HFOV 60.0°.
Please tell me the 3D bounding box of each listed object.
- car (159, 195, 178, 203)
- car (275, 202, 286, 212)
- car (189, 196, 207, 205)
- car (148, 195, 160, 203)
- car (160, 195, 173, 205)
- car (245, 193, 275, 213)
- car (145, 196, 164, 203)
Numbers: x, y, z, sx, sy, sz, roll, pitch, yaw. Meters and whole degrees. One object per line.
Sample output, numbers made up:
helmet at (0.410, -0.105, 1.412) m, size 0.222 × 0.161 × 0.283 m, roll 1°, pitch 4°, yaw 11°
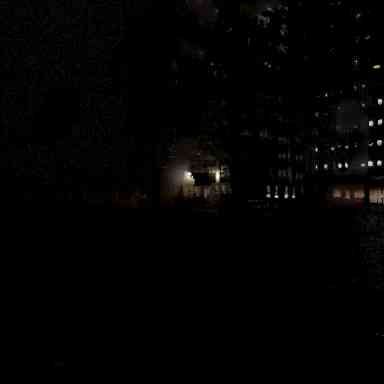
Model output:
car at (-4.953, 1.438, 69.089) m, size 1.812 × 1.442 × 4.674 m, roll 1°, pitch 0°, yaw -34°
car at (8.362, 1.470, 37.314) m, size 1.812 × 1.442 × 4.674 m, roll 1°, pitch 0°, yaw -34°
car at (0.839, 1.511, 60.428) m, size 1.837 × 1.490 × 4.892 m, roll 1°, pitch 0°, yaw -34°
car at (-7.745, 1.369, 55.645) m, size 1.837 × 1.490 × 4.892 m, roll 1°, pitch -1°, yaw -33°
car at (-5.093, 1.261, 57.531) m, size 2.097 × 1.767 × 4.553 m, roll 1°, pitch 0°, yaw -33°
car at (5.697, 1.118, 35.460) m, size 2.150 × 2.045 × 5.566 m, roll 1°, pitch 0°, yaw -34°
car at (-7.655, 1.508, 67.281) m, size 1.994 × 1.385 × 4.181 m, roll 1°, pitch 0°, yaw -34°
